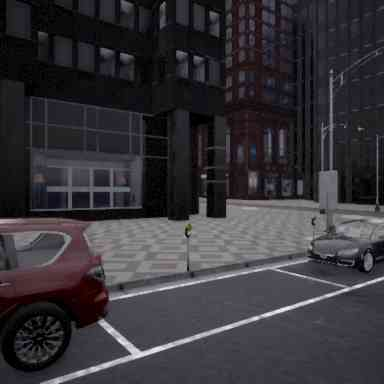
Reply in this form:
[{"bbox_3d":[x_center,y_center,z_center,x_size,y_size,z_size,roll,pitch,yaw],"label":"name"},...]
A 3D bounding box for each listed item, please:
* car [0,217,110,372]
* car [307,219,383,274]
[{"bbox_3d":[-3.541,1.315,4.121,5.009,1.841,2.192,0,0,-36],"label":"car"},{"bbox_3d":[5.435,1.551,10.524,4.403,1.369,2.008,0,0,-36],"label":"car"}]
